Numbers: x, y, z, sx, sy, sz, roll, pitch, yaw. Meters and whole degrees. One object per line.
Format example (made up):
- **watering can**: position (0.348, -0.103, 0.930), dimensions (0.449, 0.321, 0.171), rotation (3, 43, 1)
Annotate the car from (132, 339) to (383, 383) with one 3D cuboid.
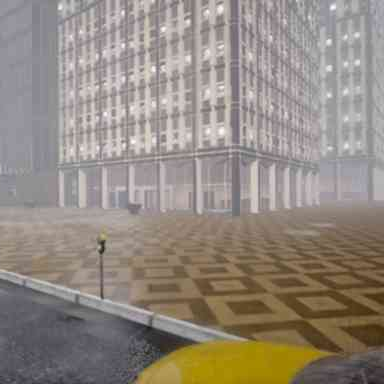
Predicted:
- **car**: position (1.558, 1.527, 1.778), dimensions (4.829, 1.417, 1.752), rotation (0, -1, 36)
